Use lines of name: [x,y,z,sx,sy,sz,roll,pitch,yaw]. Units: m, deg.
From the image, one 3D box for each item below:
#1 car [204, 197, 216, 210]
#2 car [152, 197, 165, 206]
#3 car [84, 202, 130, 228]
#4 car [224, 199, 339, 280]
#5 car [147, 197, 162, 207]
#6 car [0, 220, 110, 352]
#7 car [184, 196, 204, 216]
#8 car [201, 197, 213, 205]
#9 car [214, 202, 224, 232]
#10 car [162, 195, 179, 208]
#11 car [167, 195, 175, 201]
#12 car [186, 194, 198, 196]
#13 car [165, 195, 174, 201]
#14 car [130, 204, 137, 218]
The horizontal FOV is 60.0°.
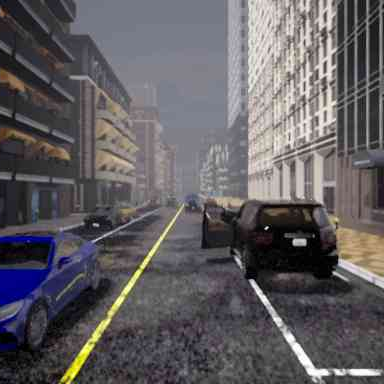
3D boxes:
car: [2.751,1.553,50.105,1.887,1.381,4.507,0,0,0]
car: [-5.623,1.594,55.764,1.802,1.307,4.206,0,0,0]
car: [-5.665,1.565,21.873,1.947,1.339,4.313,0,0,0]
car: [2.406,1.219,10.106,2.150,2.045,5.566,0,0,0]
car: [-5.630,1.449,50.115,1.967,1.590,4.097,0,0,0]
car: [-3.094,1.524,6.310,1.812,1.442,4.674,0,0,0]
car: [0.123,1.529,37.783,1.812,1.442,4.674,0,0,0]
car: [2.764,1.566,61.402,2.008,1.369,4.403,0,0,0]
car: [2.716,1.564,21.863,1.947,1.339,4.313,0,0,0]
car: [-2.940,1.509,48.991,1.837,1.490,4.892,0,0,0]
car: [-5.580,1.591,89.655,2.008,1.369,4.403,0,0,0]
car: [0.059,1.229,47.752,2.150,2.045,5.566,0,0,0]
car: [-5.588,1.585,84.007,2.008,1.369,4.403,0,0,0]
car: [-5.658,1.525,27.352,1.752,1.417,4.829,0,0,0]
